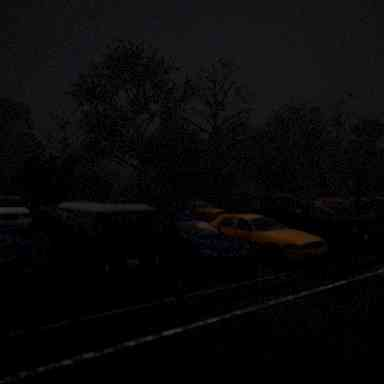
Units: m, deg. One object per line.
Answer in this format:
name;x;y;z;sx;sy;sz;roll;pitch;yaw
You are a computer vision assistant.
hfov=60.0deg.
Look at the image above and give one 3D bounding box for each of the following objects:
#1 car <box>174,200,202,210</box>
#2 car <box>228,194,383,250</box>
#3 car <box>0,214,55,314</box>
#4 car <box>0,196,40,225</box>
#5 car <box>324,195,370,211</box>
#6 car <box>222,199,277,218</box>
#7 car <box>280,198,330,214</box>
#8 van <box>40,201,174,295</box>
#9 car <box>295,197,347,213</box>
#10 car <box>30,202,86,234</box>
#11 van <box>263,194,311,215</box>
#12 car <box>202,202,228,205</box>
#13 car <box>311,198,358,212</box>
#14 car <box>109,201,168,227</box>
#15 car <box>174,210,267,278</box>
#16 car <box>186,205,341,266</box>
car;-1.701;1.485;25.498;2.163;1.488;4.792;0;0;-36
car;4.392;1.210;13.704;2.435;2.045;5.566;0;0;-36
car;-4.741;1.498;7.200;2.097;1.535;5.008;0;0;-36
car;-10.698;1.241;18.991;2.435;2.045;5.566;0;0;-36
car;18.615;1.251;40.034;2.185;1.767;4.553;0;0;-36
car;5.106;1.458;30.296;2.163;1.488;4.792;0;0;-36
car;11.862;1.442;35.160;2.002;1.452;4.674;0;0;-36
van;-2.533;1.263;8.930;1.878;1.987;4.442;0;0;-36
car;14.122;1.393;36.775;2.097;1.535;5.008;0;0;-36
car;-8.460;1.483;20.634;2.097;1.535;5.008;0;0;-36
van;9.534;1.185;33.643;1.878;1.987;4.442;0;0;-36
car;0.681;1.444;26.938;1.946;1.575;5.366;0;0;-36
car;16.377;1.425;38.392;2.002;1.452;4.674;0;0;-36
car;-3.945;1.466;23.865;2.231;1.521;4.892;0;0;-36
car;-0.186;1.520;10.468;2.002;1.452;4.674;0;0;-36
car;2.203;1.468;11.946;1.946;1.575;5.366;0;0;-36
